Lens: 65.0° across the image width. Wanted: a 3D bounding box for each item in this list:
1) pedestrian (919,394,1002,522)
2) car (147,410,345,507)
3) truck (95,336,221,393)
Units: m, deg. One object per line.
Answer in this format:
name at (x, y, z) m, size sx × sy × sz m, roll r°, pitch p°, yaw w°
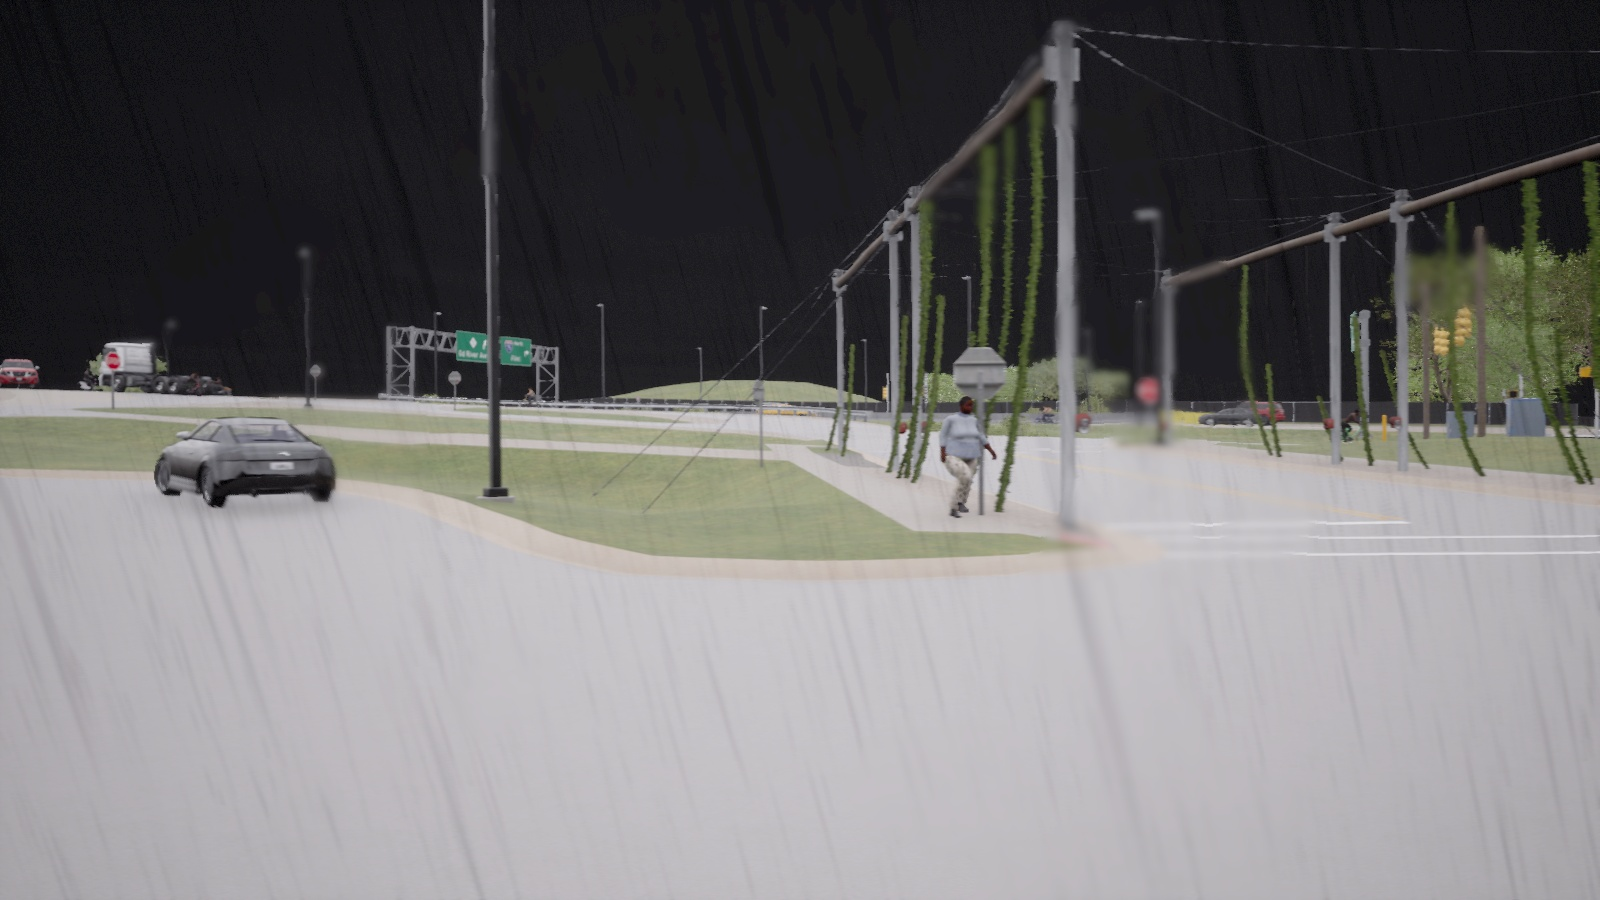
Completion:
pedestrian at (2.390, 0.110, 18.756) m, size 0.874 × 1.855 × 0.900 m, roll -1°, pitch 1°, yaw -27°
car at (-9.429, 0.067, 21.182) m, size 1.994 × 1.385 × 4.181 m, roll -1°, pitch 3°, yaw -40°
truck at (-43.574, -5.820, 85.197) m, size 7.936 × 3.462 × 2.891 m, roll 3°, pitch 2°, yaw 20°
